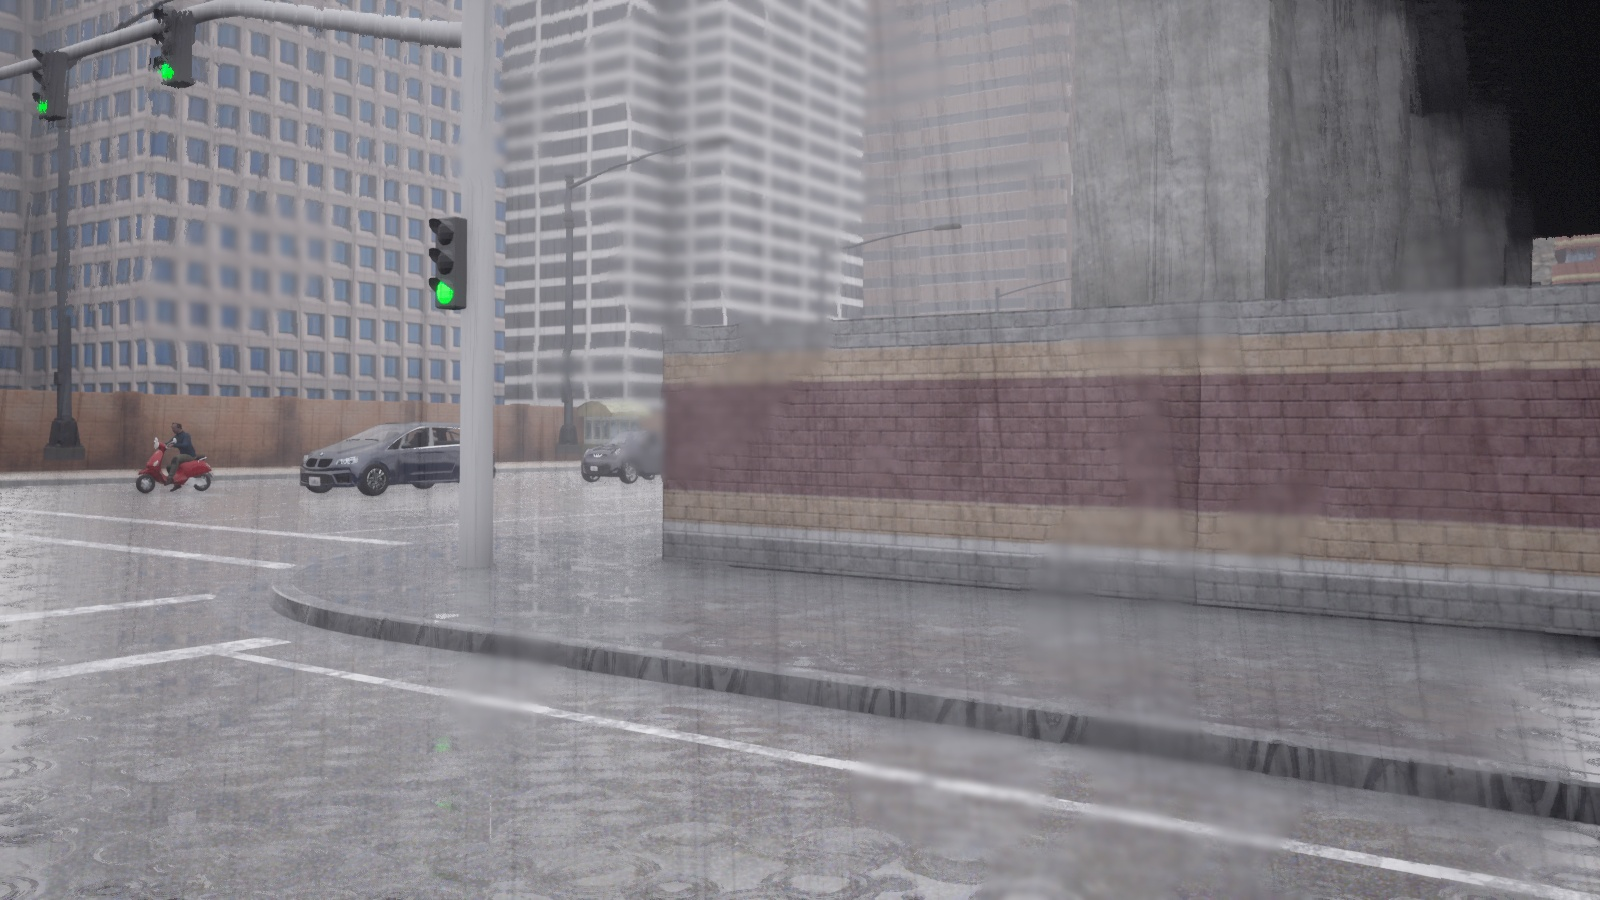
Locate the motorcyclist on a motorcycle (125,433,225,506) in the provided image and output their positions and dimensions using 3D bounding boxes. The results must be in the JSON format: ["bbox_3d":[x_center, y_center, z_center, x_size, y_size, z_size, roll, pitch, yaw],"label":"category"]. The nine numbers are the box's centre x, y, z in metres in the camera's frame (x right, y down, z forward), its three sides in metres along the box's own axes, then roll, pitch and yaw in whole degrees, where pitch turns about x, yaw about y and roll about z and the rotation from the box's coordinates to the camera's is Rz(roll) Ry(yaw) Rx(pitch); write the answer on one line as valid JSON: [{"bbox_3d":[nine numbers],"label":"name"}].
[{"bbox_3d":[-14.162,0.424,28.516,0.866,1.590,1.817,0,1,34],"label":"motorcyclist on a motorcycle"}]

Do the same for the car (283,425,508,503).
[{"bbox_3d":[-9.350,0.259,29.396,2.242,1.667,4.611,0,1,34],"label":"car"}]

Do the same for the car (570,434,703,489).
[{"bbox_3d":[-4.681,0.292,36.289,1.845,1.501,3.633,0,1,34],"label":"car"}]
